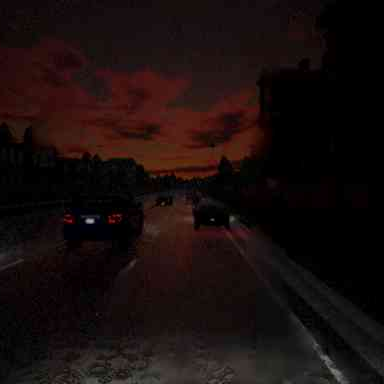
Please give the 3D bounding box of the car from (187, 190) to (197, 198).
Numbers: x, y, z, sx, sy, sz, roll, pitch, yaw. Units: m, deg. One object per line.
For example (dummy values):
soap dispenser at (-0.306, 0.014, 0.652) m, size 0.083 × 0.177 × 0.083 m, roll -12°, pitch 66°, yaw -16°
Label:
car at (0.010, 0.416, 71.335) m, size 2.128 × 1.511 × 4.902 m, roll 0°, pitch 1°, yaw 0°

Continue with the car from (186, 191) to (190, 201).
car at (0.010, 0.709, 56.716) m, size 1.837 × 1.490 × 4.892 m, roll 0°, pitch 1°, yaw 0°

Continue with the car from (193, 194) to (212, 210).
car at (1.055, 0.982, 35.303) m, size 1.882 × 1.535 × 5.008 m, roll 0°, pitch 1°, yaw 0°

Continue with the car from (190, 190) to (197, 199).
car at (1.054, 0.940, 29.272) m, size 2.097 × 1.767 × 4.553 m, roll 0°, pitch 1°, yaw 0°

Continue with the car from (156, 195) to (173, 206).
car at (-3.394, 1.011, 41.993) m, size 1.895 × 1.301 × 4.718 m, roll 0°, pitch 1°, yaw 0°

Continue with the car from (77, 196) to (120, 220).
car at (-6.896, 1.123, 25.148) m, size 1.882 × 1.535 × 5.008 m, roll 0°, pitch 1°, yaw 0°

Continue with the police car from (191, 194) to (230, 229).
police car at (1.053, 1.152, 19.414) m, size 1.930 × 1.638 × 5.238 m, roll 0°, pitch 1°, yaw 0°

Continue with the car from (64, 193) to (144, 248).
car at (-3.398, 1.027, 13.765) m, size 2.150 × 2.045 × 5.566 m, roll 0°, pitch 1°, yaw 0°
